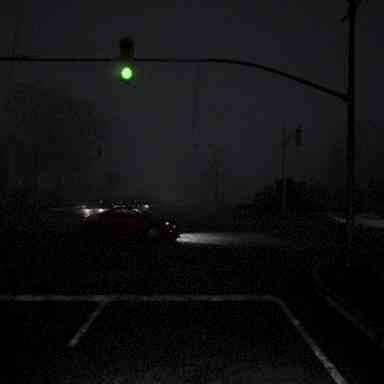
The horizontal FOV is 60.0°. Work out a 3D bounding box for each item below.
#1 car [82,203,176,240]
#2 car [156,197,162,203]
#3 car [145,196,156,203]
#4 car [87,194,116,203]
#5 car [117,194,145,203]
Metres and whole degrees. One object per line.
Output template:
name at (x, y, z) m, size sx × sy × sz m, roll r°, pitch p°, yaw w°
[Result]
car at (-2.818, 1.372, 15.299) m, size 4.181 × 1.385 × 1.994 m, roll 0°, pitch 1°, yaw 5°
car at (-6.993, 1.759, 65.592) m, size 1.882 × 1.535 × 5.008 m, roll 0°, pitch -2°, yaw 0°
car at (-7.078, 1.298, 49.921) m, size 2.033 × 1.411 × 5.357 m, roll 0°, pitch -2°, yaw 1°
car at (-10.595, 1.022, 38.373) m, size 1.882 × 1.535 × 5.008 m, roll 0°, pitch 0°, yaw 0°
car at (-7.092, 1.054, 39.249) m, size 1.837 × 1.490 × 4.892 m, roll 0°, pitch 0°, yaw 0°
